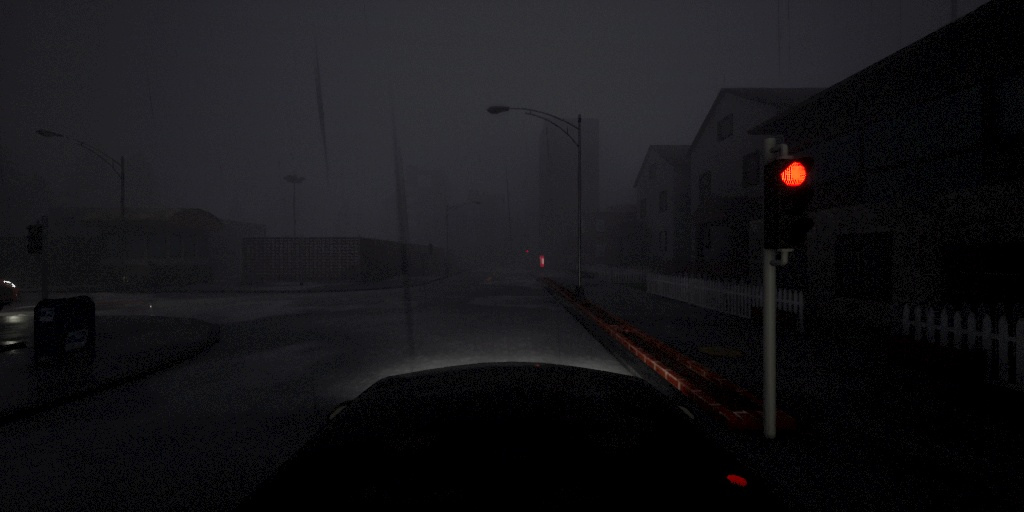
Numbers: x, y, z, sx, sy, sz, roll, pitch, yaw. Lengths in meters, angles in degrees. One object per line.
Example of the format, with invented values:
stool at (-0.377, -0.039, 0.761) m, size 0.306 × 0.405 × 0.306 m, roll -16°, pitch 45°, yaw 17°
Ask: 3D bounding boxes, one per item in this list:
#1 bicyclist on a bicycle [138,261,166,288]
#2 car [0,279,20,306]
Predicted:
bicyclist on a bicycle at (-21.746, 1.099, 21.692) m, size 0.582 × 1.620 × 1.656 m, roll 0°, pitch 0°, yaw 0°
car at (-21.594, 1.102, 13.299) m, size 4.553 × 1.767 × 2.097 m, roll 0°, pitch 0°, yaw 0°
